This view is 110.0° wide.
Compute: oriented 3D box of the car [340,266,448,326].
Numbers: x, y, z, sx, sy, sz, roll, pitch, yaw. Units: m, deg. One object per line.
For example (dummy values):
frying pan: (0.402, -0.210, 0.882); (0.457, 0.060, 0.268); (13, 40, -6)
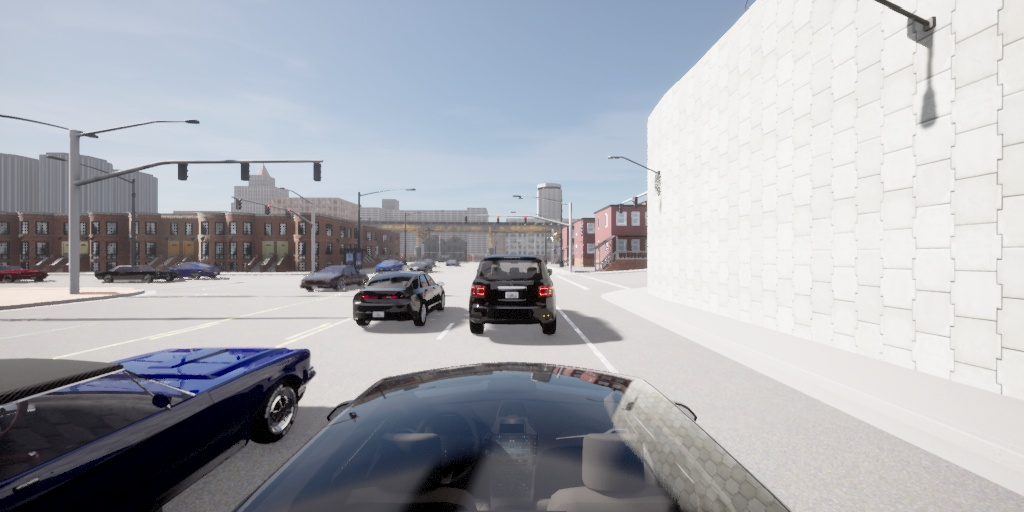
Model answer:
car: (-3.422, 1.253, 11.624); (1.837, 1.490, 4.892); (0, 0, 0)

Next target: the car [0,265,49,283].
car: (-38.295, 1.347, 27.045); (4.718, 1.301, 1.895); (0, 0, 0)

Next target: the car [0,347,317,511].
car: (-3.397, 1.351, 2.370); (1.895, 1.301, 4.718); (0, 0, 0)

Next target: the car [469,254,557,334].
car: (0.062, 0.970, 10.734); (2.150, 2.045, 5.566); (0, 0, 1)

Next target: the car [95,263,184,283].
car: (-28.178, 1.347, 27.081); (4.718, 1.301, 1.895); (0, 0, 0)

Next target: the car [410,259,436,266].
car: (-10.609, 1.236, 41.846); (2.128, 1.511, 4.902); (0, 0, 0)

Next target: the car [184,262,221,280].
car: (-27.577, 1.272, 30.642); (4.674, 1.442, 1.812); (0, 0, 1)

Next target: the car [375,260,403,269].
car: (-14.189, 1.222, 41.718); (1.882, 1.535, 5.008); (0, 0, 1)

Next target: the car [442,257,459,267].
car: (-10.570, 1.289, 64.046); (2.033, 1.411, 5.357); (0, 0, 0)

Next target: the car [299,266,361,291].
car: (-10.605, 1.295, 21.889); (2.033, 1.411, 5.357); (0, 0, 0)
